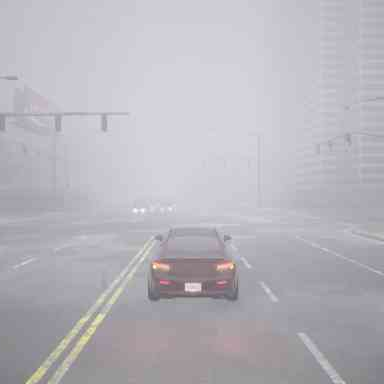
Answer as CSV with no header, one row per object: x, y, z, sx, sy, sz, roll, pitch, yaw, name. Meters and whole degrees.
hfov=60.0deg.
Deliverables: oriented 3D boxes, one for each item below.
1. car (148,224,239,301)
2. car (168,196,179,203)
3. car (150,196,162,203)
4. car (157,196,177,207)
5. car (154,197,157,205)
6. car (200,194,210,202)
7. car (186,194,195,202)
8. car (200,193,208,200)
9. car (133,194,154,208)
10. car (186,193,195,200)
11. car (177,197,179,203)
0.028,1.526,8.212,1.812,1.442,4.674,0,0,0,car
-3.809,1.553,69.846,1.994,1.385,4.181,0,0,0,car
-7.310,1.601,68.021,1.895,1.301,4.718,0,0,0,car
-3.819,1.564,51.059,1.994,1.385,4.181,0,0,0,car
-7.338,1.601,57.721,1.895,1.301,4.718,0,0,0,car
3.154,1.515,78.021,2.128,1.511,4.902,0,0,0,car
-0.347,1.584,78.388,1.895,1.301,4.718,0,0,0,car
3.108,1.184,88.309,2.097,1.767,4.553,0,0,0,car
-7.310,1.491,48.450,2.128,1.511,4.902,0,0,0,car
-0.392,1.184,88.293,2.097,1.767,4.553,0,0,0,car
-3.839,1.526,59.836,1.812,1.442,4.674,0,0,0,car
